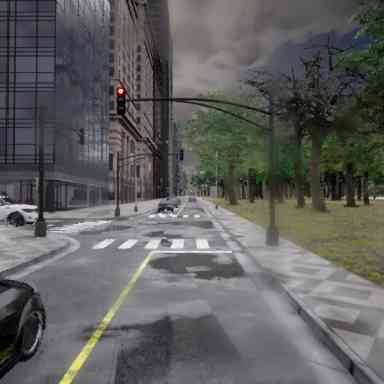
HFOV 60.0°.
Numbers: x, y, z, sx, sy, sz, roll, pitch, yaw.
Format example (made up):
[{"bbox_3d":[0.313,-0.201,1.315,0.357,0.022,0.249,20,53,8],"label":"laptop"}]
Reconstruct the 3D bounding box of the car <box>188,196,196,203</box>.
[{"bbox_3d":[0.091,1.774,79.422,2.128,1.511,4.902,0,0,0],"label":"car"}]

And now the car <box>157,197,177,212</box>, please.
[{"bbox_3d":[-3.082,1.627,39.411,2.033,1.411,5.357,0,0,-4],"label":"car"}]

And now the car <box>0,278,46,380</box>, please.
[{"bbox_3d":[-3.100,1.565,3.126,1.994,1.385,4.181,0,0,0],"label":"car"}]

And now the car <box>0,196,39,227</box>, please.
[{"bbox_3d":[-12.805,1.223,21.694,5.566,2.045,2.150,0,-1,-5],"label":"car"}]

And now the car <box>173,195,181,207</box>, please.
[{"bbox_3d":[-3.040,1.624,49.544,1.837,1.490,4.892,0,0,0],"label":"car"}]

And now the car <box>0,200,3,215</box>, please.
[{"bbox_3d":[-13.523,1.368,18.882,4.097,1.590,1.967,0,-2,-1],"label":"car"}]
